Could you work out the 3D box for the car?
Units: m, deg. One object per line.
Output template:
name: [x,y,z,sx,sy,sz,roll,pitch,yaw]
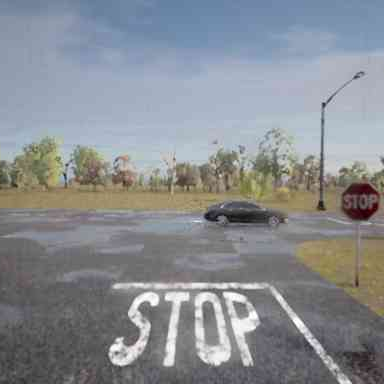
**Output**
car: [3.094,1.209,19.450,4.892,1.490,1.837,1,1,0]
